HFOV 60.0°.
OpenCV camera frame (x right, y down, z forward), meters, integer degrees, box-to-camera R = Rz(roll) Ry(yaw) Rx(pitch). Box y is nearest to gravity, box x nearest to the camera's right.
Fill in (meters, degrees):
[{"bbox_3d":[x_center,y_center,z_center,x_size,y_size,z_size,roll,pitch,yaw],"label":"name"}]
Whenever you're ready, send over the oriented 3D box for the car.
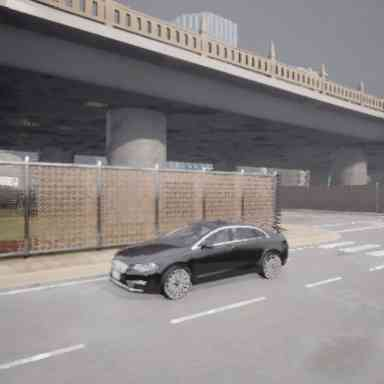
[{"bbox_3d":[0.402,1.511,8.470,4.902,1.511,2.128,0,0,-35],"label":"car"}]
